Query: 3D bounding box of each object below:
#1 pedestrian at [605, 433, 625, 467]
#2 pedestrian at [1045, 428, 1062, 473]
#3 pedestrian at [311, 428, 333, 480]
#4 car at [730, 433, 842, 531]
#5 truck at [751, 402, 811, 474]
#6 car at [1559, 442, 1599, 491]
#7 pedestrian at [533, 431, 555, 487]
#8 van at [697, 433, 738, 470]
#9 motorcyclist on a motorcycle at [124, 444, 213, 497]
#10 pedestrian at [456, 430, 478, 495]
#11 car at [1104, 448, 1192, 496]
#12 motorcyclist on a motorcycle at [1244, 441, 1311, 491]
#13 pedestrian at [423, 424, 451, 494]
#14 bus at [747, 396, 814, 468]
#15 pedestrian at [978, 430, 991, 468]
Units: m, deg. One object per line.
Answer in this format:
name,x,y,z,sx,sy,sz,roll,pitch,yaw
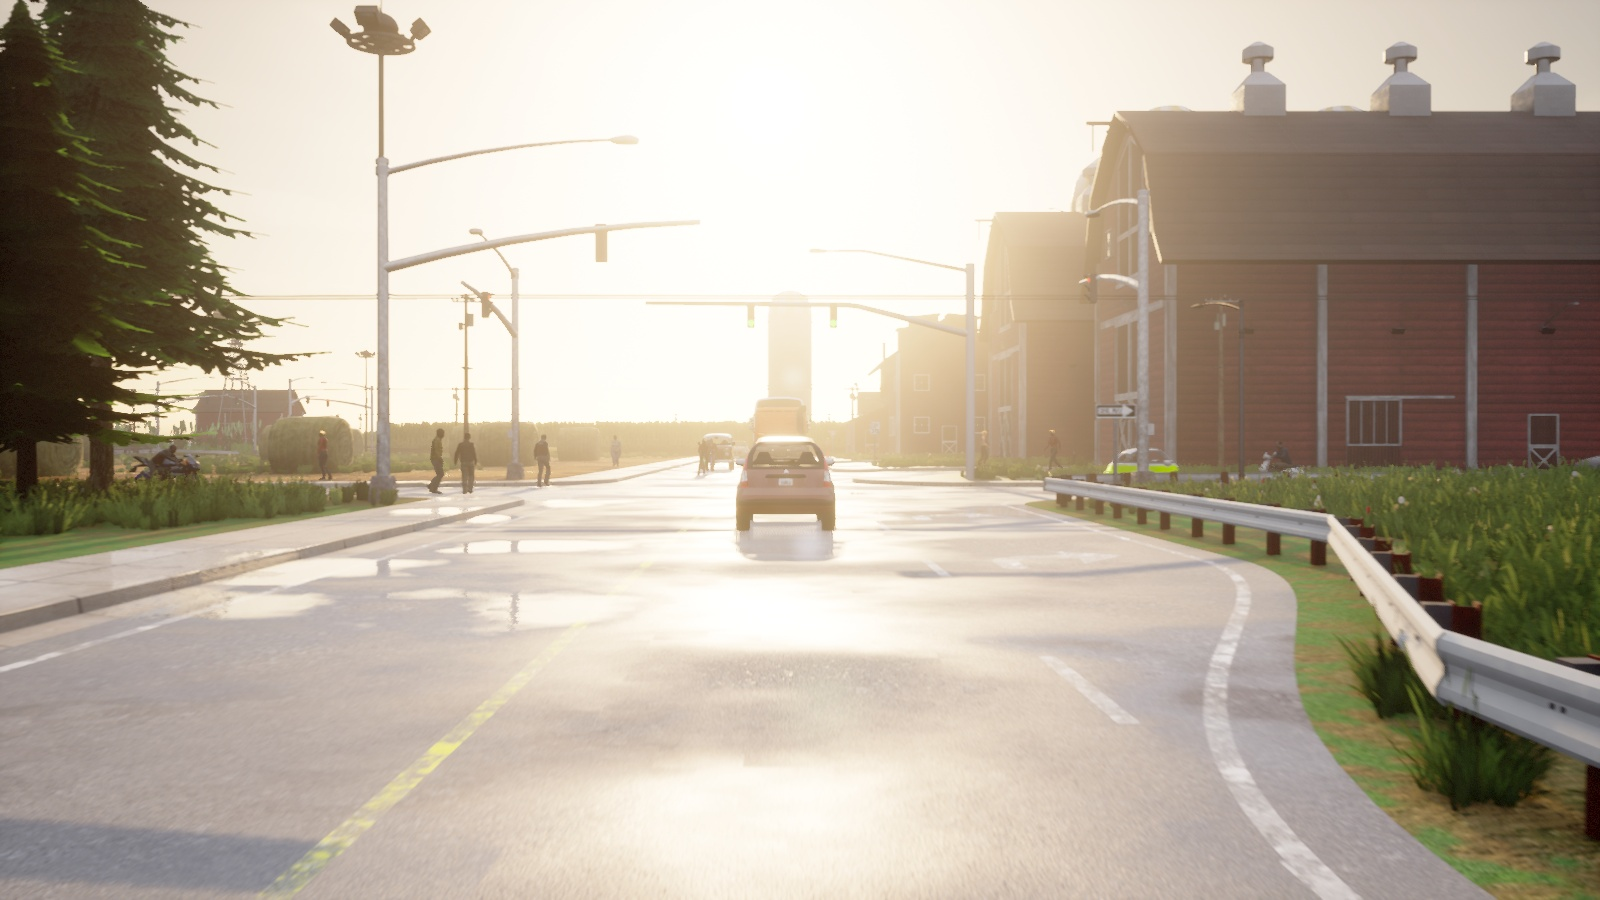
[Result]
pedestrian,-10.176,0.004,69.202,0.874,1.855,0.900,0,0,8
pedestrian,10.484,0.003,51.955,0.636,1.846,0.331,0,0,-25
pedestrian,-17.321,0.145,45.508,0.636,1.846,0.331,0,0,5
car,-0.269,0.516,22.836,1.851,1.617,3.988,0,0,-1
truck,-0.977,-0.594,63.877,2.891,3.462,7.936,0,0,-1
car,27.220,0.514,40.281,4.514,1.525,2.007,0,0,0
pedestrian,-8.647,0.305,42.419,0.376,1.854,0.720,0,0,22
van,-4.586,0.070,70.307,2.069,2.038,4.480,0,0,-1
motorcyclist on a motorcycle,-18.501,0.587,36.821,2.191,1.530,0.866,0,0,0
pedestrian,-9.529,0.358,35.963,0.431,1.840,0.703,0,0,1
car,10.197,0.628,36.865,2.207,1.376,1.481,0,0,2
motorcyclist on a motorcycle,15.305,0.511,40.291,1.817,1.590,0.866,0,0,0
pedestrian,-9.673,0.231,33.469,0.726,1.835,0.370,0,0,-16
bus,-1.257,-1.127,80.111,3.944,4.253,10.273,-1,1,-1
pedestrian,9.110,-0.054,61.953,0.594,1.836,0.345,0,0,15
